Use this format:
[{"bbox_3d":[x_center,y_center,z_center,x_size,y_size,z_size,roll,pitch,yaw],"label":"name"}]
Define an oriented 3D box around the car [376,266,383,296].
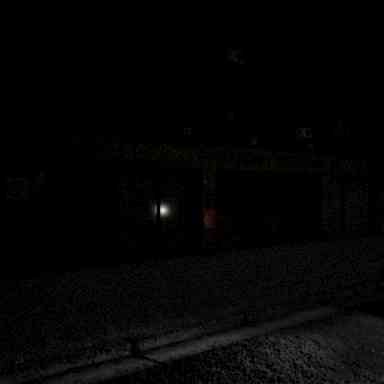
[{"bbox_3d":[5.789,1.590,6.580,4.718,1.301,1.895,0,0,-31],"label":"car"}]
